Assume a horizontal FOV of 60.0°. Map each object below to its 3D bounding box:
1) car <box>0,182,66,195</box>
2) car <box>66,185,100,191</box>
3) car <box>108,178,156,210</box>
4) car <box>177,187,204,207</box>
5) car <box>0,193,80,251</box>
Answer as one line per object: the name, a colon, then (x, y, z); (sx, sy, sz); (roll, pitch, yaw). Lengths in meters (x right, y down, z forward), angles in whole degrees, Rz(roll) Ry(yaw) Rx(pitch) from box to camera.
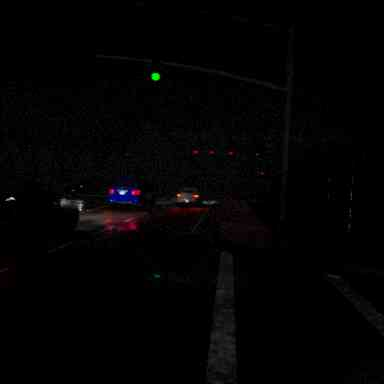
car: (-8.509, 0.294, 16.457); (2.097, 1.767, 4.553); (3, 2, 6)
car: (-10.251, -0.524, 31.564); (1.895, 1.301, 4.718); (3, 2, 6)
car: (-4.031, 0.055, 23.303); (2.150, 2.045, 5.566); (3, 3, 6)
car: (-0.075, 0.352, 27.260); (1.812, 1.442, 4.674); (3, 2, 7)
car: (-5.440, 0.910, 10.802); (1.895, 1.301, 4.718); (3, 2, 6)
